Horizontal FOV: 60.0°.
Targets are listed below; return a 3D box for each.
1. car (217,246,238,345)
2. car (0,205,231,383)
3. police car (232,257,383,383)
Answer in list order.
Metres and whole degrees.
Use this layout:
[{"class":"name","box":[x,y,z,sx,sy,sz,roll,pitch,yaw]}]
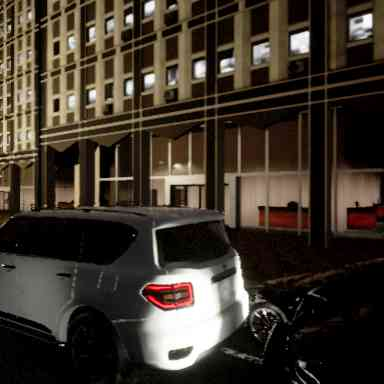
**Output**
[{"class":"car","box":[2.743,1.583,4.593,4.313,1.339,1.947,0,0,36]},{"class":"car","box":[-1.878,1.237,5.423,5.566,2.045,2.150,0,0,32]},{"class":"police car","box":[3.063,1.436,2.162,5.238,1.638,1.930,0,0,36]}]
